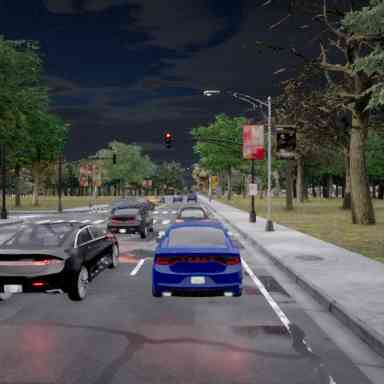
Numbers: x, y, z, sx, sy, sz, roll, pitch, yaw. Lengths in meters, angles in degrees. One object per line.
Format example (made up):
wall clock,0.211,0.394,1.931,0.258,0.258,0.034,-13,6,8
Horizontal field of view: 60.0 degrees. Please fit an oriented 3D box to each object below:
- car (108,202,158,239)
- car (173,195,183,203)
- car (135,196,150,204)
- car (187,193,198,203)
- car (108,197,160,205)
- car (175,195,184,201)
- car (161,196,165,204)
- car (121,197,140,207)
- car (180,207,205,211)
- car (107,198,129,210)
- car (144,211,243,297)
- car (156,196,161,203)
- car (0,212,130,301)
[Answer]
car,-3.136,1.507,17.472,1.837,1.490,4.892,0,0,0
car,-3.182,1.523,73.526,1.882,1.535,5.008,0,0,0
car,-9.715,1.583,65.997,2.033,1.411,5.357,0,0,1
car,0.068,1.270,73.553,2.150,2.045,5.566,0,0,0
car,-5.928,1.534,32.982,4.674,1.442,1.812,0,1,-36
car,-3.172,1.479,83.942,2.033,1.411,5.357,0,0,0
car,-6.471,1.529,66.415,2.128,1.511,4.902,0,0,1
car,-9.792,1.513,53.162,2.128,1.511,4.902,0,0,0
car,0.035,1.528,17.814,1.812,1.442,4.674,0,0,1
car,-9.806,1.578,44.242,1.994,1.385,4.181,0,0,1
car,0.110,1.478,8.615,1.882,1.535,5.008,0,0,0
car,-6.545,1.499,53.111,1.882,1.535,5.008,0,0,0
car,-3.147,1.492,8.300,2.128,1.511,4.902,0,0,0
